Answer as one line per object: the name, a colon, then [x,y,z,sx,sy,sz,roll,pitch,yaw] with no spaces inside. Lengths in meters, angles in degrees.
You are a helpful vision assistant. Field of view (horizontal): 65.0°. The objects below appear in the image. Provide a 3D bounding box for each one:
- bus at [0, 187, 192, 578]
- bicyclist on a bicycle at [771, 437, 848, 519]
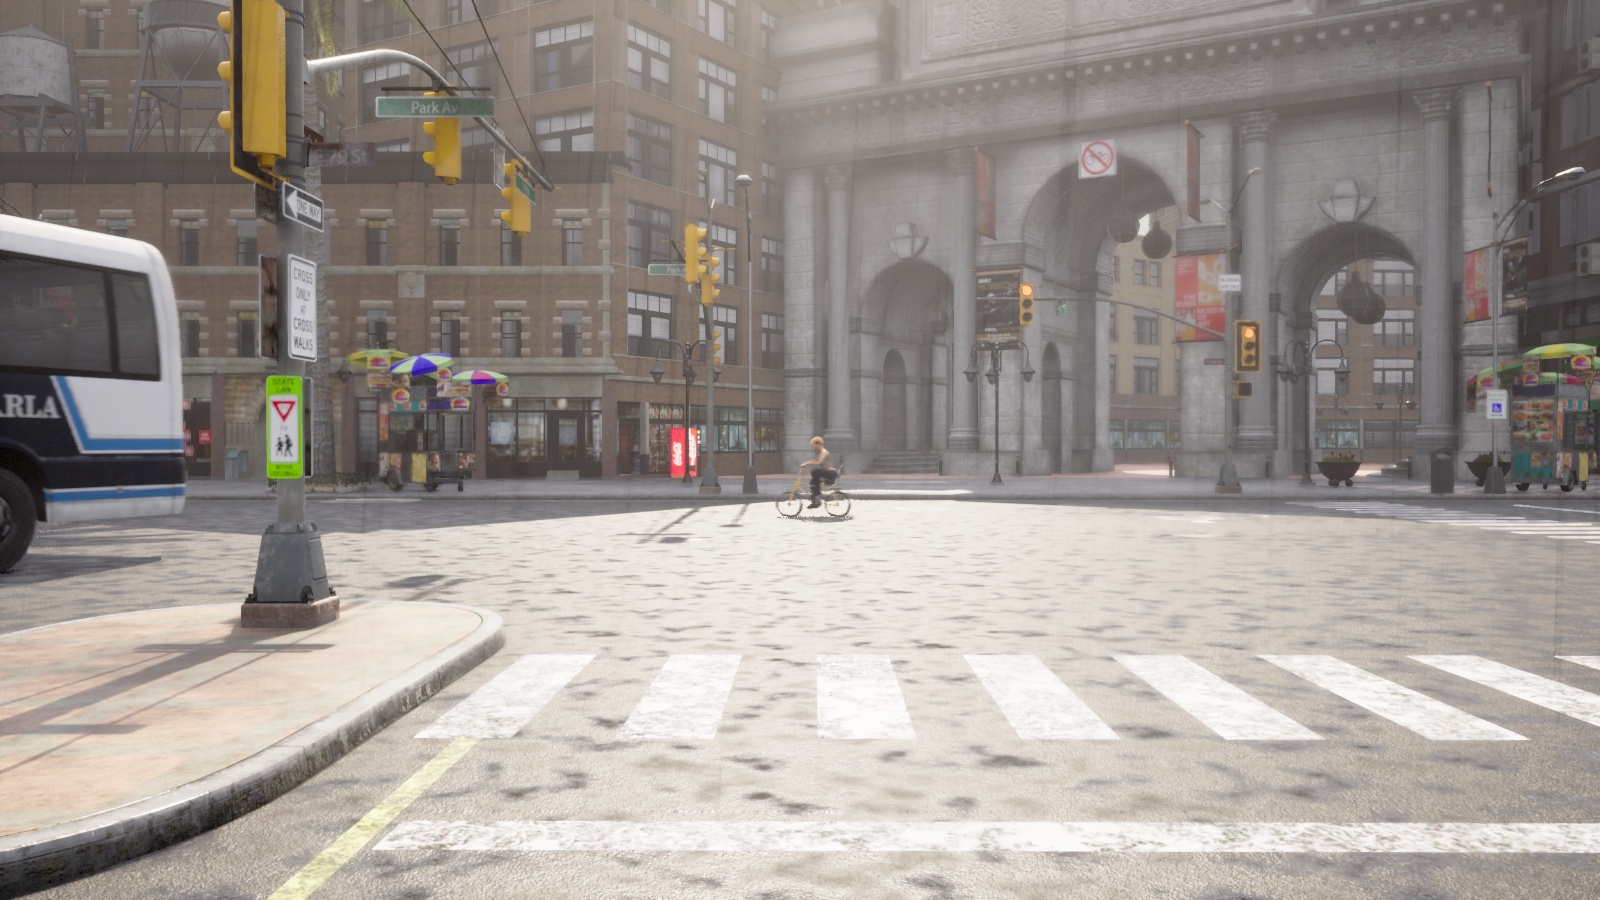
bus: [-11.265,-0.706,11.924,3.944,4.253,10.273,0,0,17]
bicyclist on a bicycle: [0.189,0.543,24.916,1.509,1.612,0.866,0,0,0]
